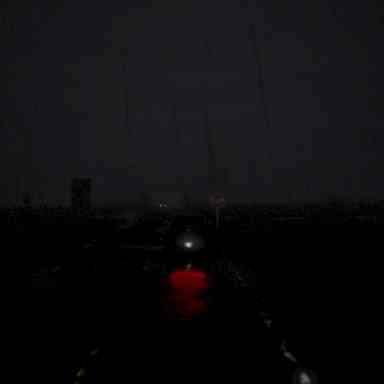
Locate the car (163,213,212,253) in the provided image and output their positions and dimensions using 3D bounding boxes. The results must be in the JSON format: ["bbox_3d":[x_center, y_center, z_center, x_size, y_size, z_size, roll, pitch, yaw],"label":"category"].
[{"bbox_3d":[-0.170,1.652,14.378,1.837,1.490,4.892,0,0,-1],"label":"car"}]

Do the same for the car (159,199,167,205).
[{"bbox_3d":[-7.291,2.503,84.533,1.994,1.385,4.181,0,-1,-2],"label":"car"}]
